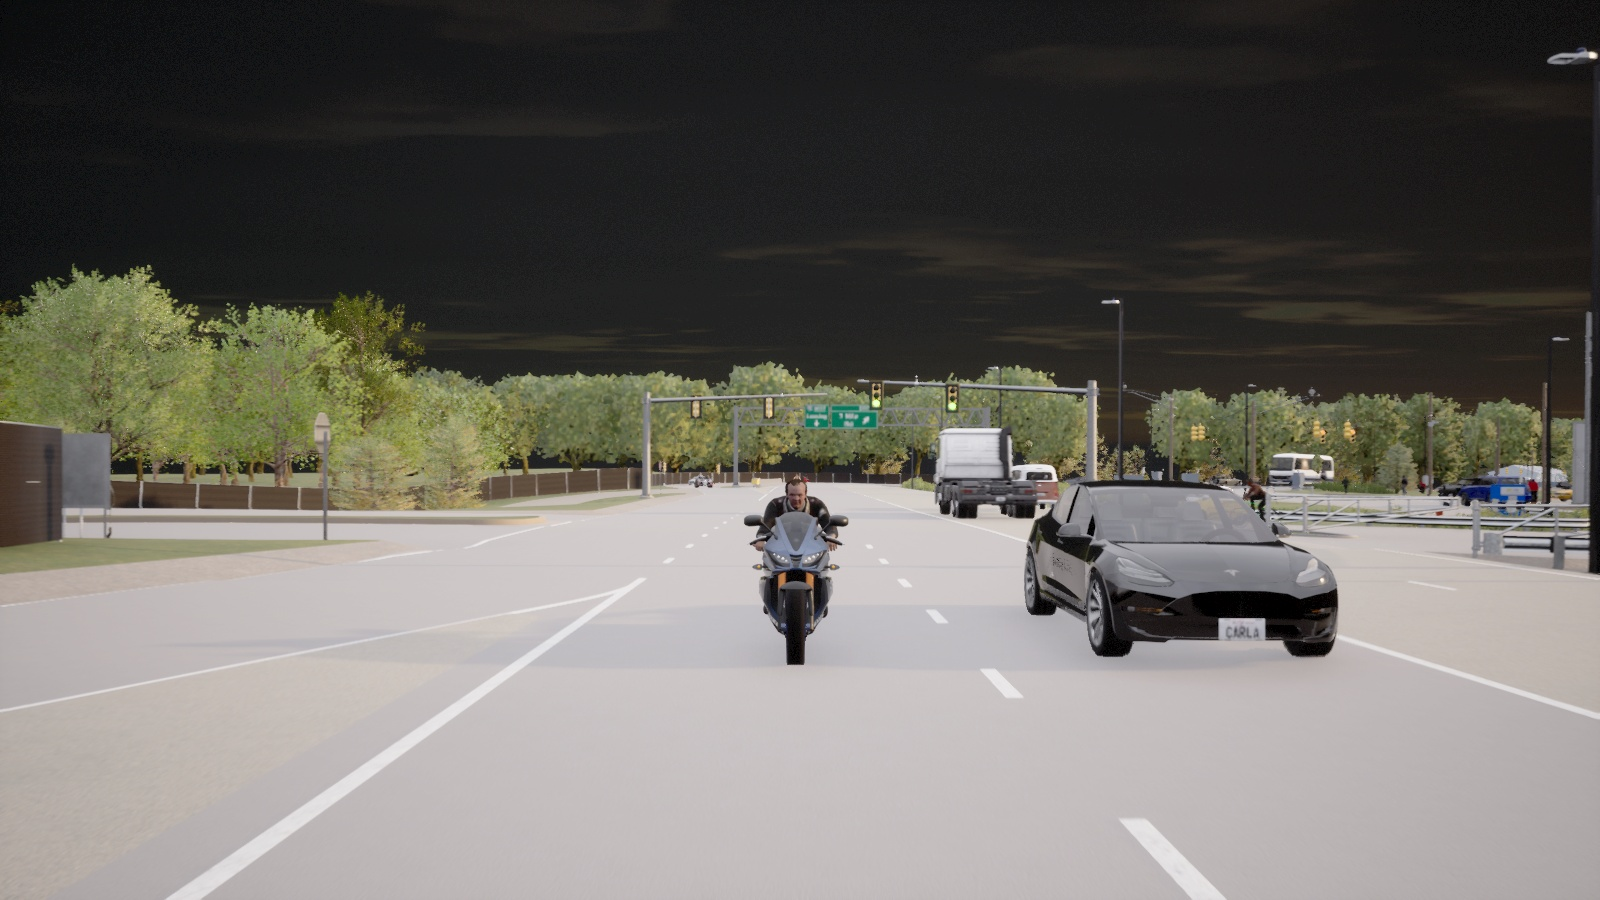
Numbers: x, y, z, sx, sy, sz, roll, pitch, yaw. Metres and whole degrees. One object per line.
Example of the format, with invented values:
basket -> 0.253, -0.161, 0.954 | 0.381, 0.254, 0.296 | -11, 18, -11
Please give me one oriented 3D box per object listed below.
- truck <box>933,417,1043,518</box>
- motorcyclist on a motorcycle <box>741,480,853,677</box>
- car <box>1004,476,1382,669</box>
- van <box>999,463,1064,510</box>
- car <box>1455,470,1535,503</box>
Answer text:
truck -> 6.882, 0.698, 47.161 | 2.891, 3.462, 7.936 | 0, -1, 0
motorcyclist on a motorcycle -> -0.026, 1.032, 10.949 | 0.866, 1.530, 2.191 | 0, -1, 0
car -> 3.471, 1.005, 12.254 | 2.163, 1.488, 4.792 | 0, -1, 0
van -> 10.364, 1.602, 56.467 | 2.069, 2.038, 4.480 | 0, -1, 0
car -> 45.002, 2.318, 81.471 | 2.150, 2.045, 5.566 | 0, -1, 0
